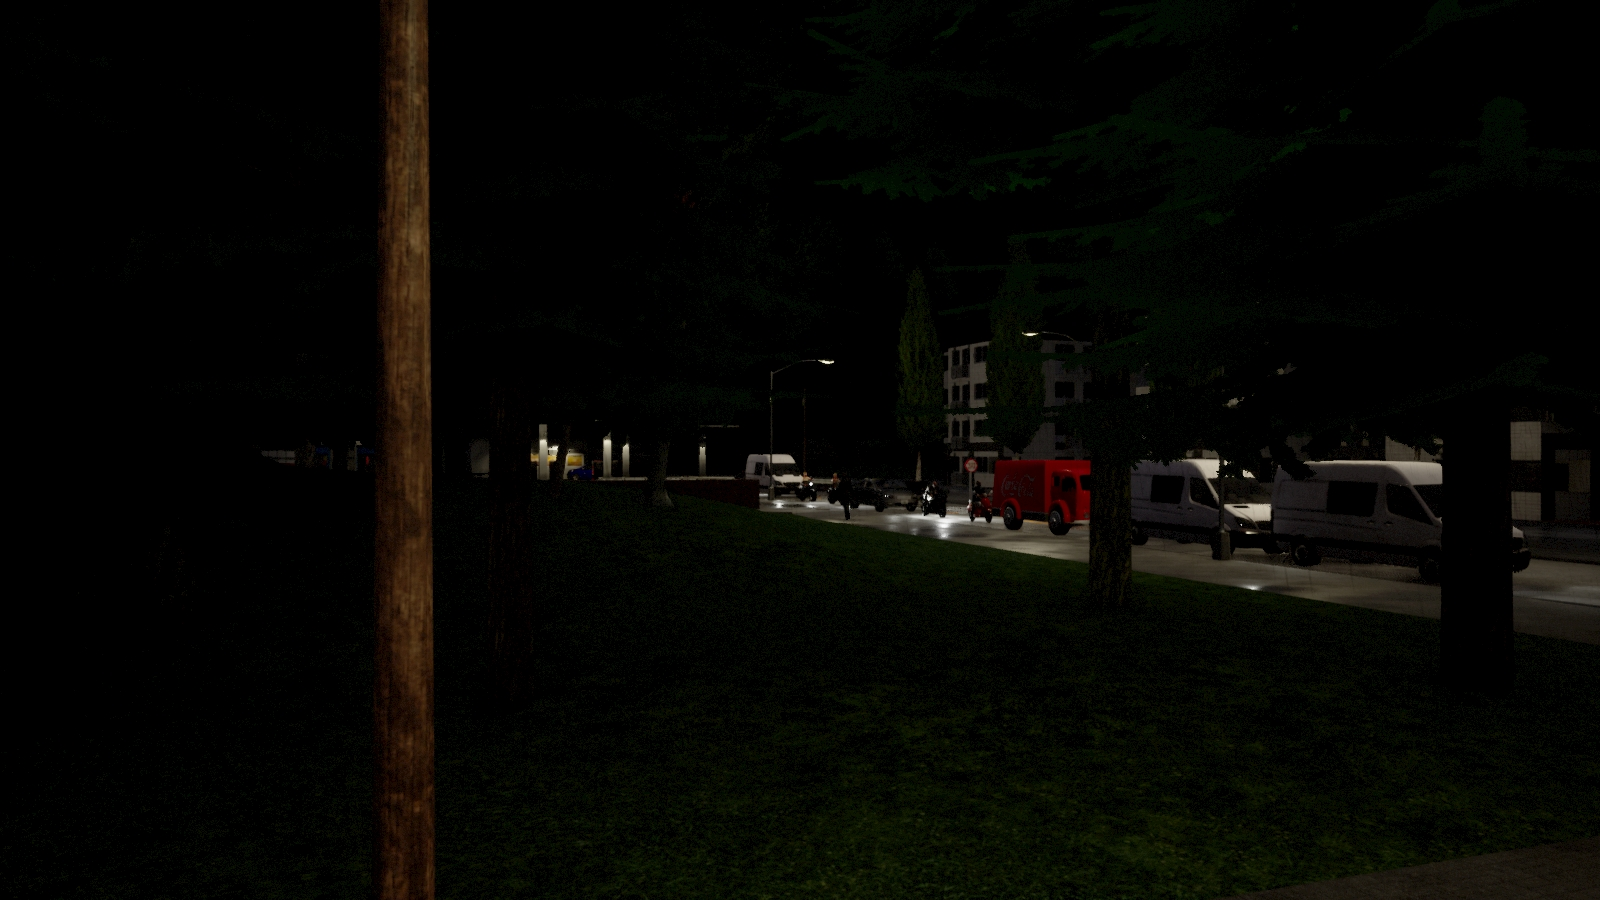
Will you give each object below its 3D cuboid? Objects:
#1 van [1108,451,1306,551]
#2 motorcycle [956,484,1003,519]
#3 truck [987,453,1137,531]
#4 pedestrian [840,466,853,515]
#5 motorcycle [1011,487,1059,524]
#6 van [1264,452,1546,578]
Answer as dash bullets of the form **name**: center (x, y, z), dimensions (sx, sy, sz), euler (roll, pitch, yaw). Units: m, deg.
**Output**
- **van**: center (11.382, 1.323, 32.522), dimensions (1.988, 2.561, 5.915), euler (0, 0, -20)
- **motorcycle**: center (6.991, 1.993, 44.695), dimensions (0.867, 1.251, 2.209), euler (0, 0, -20)
- **truck**: center (8.905, 1.356, 39.393), dimensions (2.627, 2.467, 5.204), euler (0, 0, -20)
- **pedestrian**: center (1.776, 1.532, 43.525), dimensions (0.375, 1.860, 0.375), euler (0, 0, -21)
- **motorcycle**: center (8.397, 1.970, 40.853), dimensions (0.856, 1.236, 1.805), euler (0, 0, -20)
- **van**: center (13.629, 1.324, 26.304), dimensions (1.988, 2.561, 5.915), euler (0, 0, -20)
